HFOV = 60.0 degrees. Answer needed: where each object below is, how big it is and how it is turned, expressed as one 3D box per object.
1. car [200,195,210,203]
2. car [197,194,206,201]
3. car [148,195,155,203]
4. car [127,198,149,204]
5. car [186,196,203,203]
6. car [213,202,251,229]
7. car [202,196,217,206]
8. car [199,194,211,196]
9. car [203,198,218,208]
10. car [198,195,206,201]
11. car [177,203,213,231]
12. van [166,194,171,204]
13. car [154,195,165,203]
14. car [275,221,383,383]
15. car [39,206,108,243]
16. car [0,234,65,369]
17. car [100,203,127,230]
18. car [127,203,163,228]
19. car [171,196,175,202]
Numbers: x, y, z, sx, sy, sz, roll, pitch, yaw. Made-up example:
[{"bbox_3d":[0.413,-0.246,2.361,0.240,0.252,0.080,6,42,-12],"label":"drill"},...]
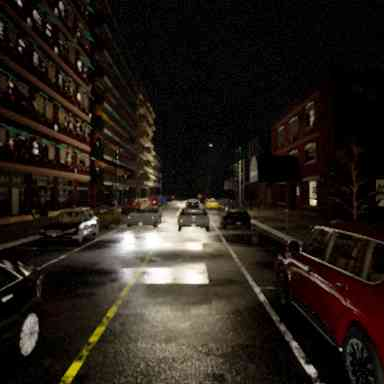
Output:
[{"bbox_3d":[2.667,1.560,71.302,1.967,1.590,4.097,0,0,0],"label":"car"},{"bbox_3d":[2.660,1.500,93.461,2.192,1.841,5.009,0,0,0],"label":"car"},{"bbox_3d":[-5.701,1.487,38.062,1.967,1.590,4.097,0,0,0],"label":"car"},{"bbox_3d":[-5.700,1.583,32.524,1.887,1.381,4.507,0,0,0],"label":"car"},{"bbox_3d":[0.085,1.606,44.805,2.033,1.411,5.357,0,0,0],"label":"car"},{"bbox_3d":[2.685,1.573,21.448,2.008,1.369,4.403,0,0,0],"label":"car"},{"bbox_3d":[2.677,1.582,43.775,1.752,1.417,4.829,0,0,0],"label":"car"},{"bbox_3d":[2.672,1.407,60.223,2.192,1.841,5.009,0,0,0],"label":"car"},{"bbox_3d":[2.674,1.618,49.144,2.008,1.369,4.403,0,0,0],"label":"car"},{"bbox_3d":[2.661,1.608,87.920,1.967,1.590,4.097,0,0,0],"label":"car"},{"bbox_3d":[0.091,1.622,20.907,1.895,1.301,4.718,0,0,0],"label":"car"},{"bbox_3d":[-5.711,1.446,65.759,1.690,1.788,3.998,0,0,0],"label":"van"},{"bbox_3d":[-5.705,1.382,49.142,2.192,1.841,5.009,0,0,0],"label":"car"},{"bbox_3d":[2.692,1.319,4.831,2.192,1.841,5.009,0,0,0],"label":"car"},{"bbox_3d":[-5.694,1.566,15.905,2.008,1.369,4.403,0,0,0],"label":"car"},{"bbox_3d":[-3.081,1.506,3.088,1.837,1.490,4.892,0,0,0],"label":"car"},{"bbox_3d":[-5.695,1.547,21.275,1.752,1.417,4.829,0,0,0],"label":"car"},{"bbox_3d":[-3.090,1.624,22.273,1.895,1.301,4.718,0,0,0],"label":"car"},{"bbox_3d":[-5.715,1.451,76.838,2.192,1.841,5.009,0,0,0],"label":"car"}]
